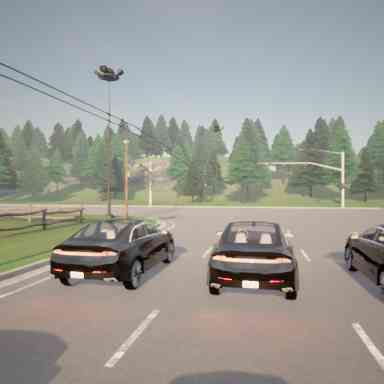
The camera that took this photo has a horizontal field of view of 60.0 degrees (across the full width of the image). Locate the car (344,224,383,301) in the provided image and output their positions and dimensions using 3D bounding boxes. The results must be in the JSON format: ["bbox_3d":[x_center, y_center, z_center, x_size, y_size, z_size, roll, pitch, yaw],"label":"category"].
[{"bbox_3d":[5.008,1.490,7.809,2.128,1.511,4.902,0,0,12],"label":"car"}]

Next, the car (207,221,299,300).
[{"bbox_3d":[1.575,1.490,8.494,2.128,1.511,4.902,0,0,12],"label":"car"}]

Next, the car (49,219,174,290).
[{"bbox_3d":[-1.856,1.491,9.194,2.128,1.511,4.902,0,0,12],"label":"car"}]
